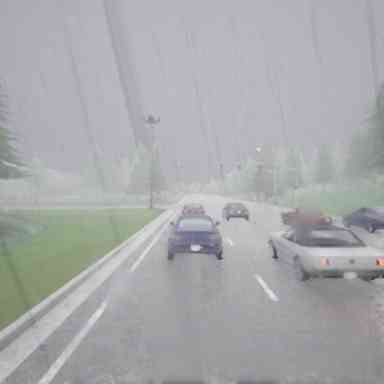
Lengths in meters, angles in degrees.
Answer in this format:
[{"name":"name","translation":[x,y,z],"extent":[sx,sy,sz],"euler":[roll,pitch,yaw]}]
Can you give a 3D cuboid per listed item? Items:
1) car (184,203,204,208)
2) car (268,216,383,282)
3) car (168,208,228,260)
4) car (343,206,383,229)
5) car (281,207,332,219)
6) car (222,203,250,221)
[{"name":"car","translation":[0.112,1.647,29.197],"extent":[1.895,1.301,4.718],"euler":[0,0,0]},{"name":"car","translation":[3.602,1.617,9.771],"extent":[1.895,1.301,4.718],"euler":[0,0,0]},{"name":"car","translation":[0.105,1.546,12.486],"extent":[1.812,1.442,4.674],"euler":[0,0,0]},{"name":"car","translation":[10.607,1.559,19.511],"extent":[1.812,1.442,4.674],"euler":[0,0,0]},{"name":"car","translation":[7.107,1.636,21.255],"extent":[1.895,1.301,4.718],"euler":[0,0,0]},{"name":"car","translation":[3.611,1.593,28.014],"extent":[2.033,1.411,5.357],"euler":[0,0,0]}]
